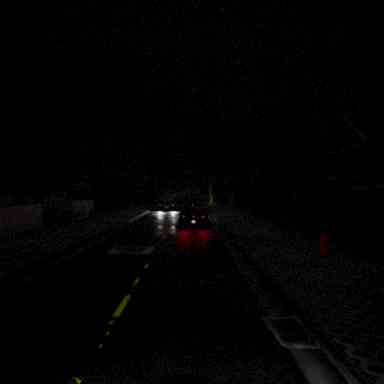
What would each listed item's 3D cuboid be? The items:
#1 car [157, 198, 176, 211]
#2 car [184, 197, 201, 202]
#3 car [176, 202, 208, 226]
[{"bbox_3d":[-2.820,1.443,38.814,1.812,1.442,4.674,0,0,0],"label":"car"},{"bbox_3d":[0.083,1.408,40.866,1.837,1.490,4.892,0,0,0],"label":"car"},{"bbox_3d":[0.090,1.587,23.249,1.895,1.301,4.718,0,0,0],"label":"car"}]
